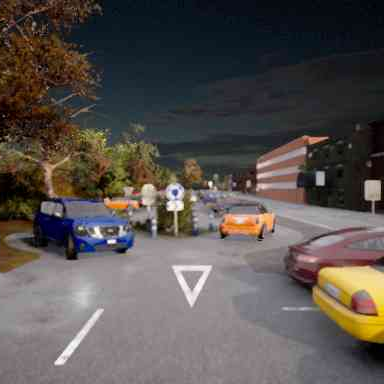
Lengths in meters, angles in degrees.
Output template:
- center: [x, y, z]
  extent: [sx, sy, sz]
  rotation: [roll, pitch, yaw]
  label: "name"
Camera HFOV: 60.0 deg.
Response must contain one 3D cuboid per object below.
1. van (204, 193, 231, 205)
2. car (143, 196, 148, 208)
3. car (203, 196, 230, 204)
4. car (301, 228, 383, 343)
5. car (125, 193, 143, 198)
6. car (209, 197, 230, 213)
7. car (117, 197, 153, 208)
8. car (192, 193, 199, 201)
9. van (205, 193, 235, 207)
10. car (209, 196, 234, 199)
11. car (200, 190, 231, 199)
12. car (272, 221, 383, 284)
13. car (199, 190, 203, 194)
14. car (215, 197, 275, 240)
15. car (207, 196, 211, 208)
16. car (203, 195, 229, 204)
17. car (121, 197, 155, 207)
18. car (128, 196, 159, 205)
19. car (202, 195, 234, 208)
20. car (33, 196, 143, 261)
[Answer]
- center: [4.279, 1.201, 56.427]
  extent: [4.442, 1.987, 1.878]
  rotation: [0, 0, 0]
  label: "van"
- center: [-8.217, 1.404, 39.460]
  extent: [5.008, 1.535, 2.097]
  rotation: [0, 0, 0]
  label: "car"
- center: [4.400, 1.447, 59.386]
  extent: [4.674, 1.452, 2.002]
  rotation: [0, 1, 0]
  label: "car"
- center: [4.724, 1.495, 5.139]
  extent: [5.366, 1.575, 1.946]
  rotation: [0, 0, 0]
  label: "car"
- center: [-8.197, 1.274, 36.761]
  extent: [4.553, 1.767, 2.185]
  rotation: [0, 0, 0]
  label: "car"
- center: [4.309, 1.422, 31.115]
  extent: [4.792, 1.488, 2.163]
  rotation: [0, 0, 0]
  label: "car"
- center: [-8.171, 1.447, 47.931]
  extent: [4.792, 1.488, 2.163]
  rotation: [0, 0, 0]
  label: "car"
- center: [0.003, 1.366, 65.100]
  extent: [1.812, 1.442, 4.674]
  rotation: [0, 1, 0]
  label: "car"
- center: [4.266, 1.197, 50.897]
  extent: [4.442, 1.987, 1.878]
  rotation: [0, 0, 0]
  label: "van"
- center: [4.342, 1.436, 33.942]
  extent: [4.674, 1.452, 2.002]
  rotation: [0, 0, 0]
  label: "car"
- center: [4.405, 1.167, 48.071]
  extent: [5.566, 2.045, 2.435]
  rotation: [0, 0, 0]
  label: "car"
- center: [4.522, 1.548, 7.780]
  extent: [4.674, 1.452, 2.002]
  rotation: [-1, 0, 0]
  label: "car"
- center: [4.416, 0.968, 79.170]
  extent: [4.553, 1.767, 2.185]
  rotation: [0, 1, 0]
  label: "car"
- center: [3.024, 1.351, 17.339]
  extent: [2.097, 1.767, 4.553]
  rotation: [0, 1, 22]
  label: "car"
- center: [4.348, 1.441, 36.768]
  extent: [4.674, 1.452, 2.002]
  rotation: [0, 0, 0]
  label: "car"
- center: [4.411, 1.406, 62.221]
  extent: [4.674, 1.452, 2.002]
  rotation: [0, 1, 0]
  label: "car"
- center: [-8.164, 1.451, 50.755]
  extent: [4.792, 1.488, 2.163]
  rotation: [0, 0, 0]
  label: "car"
- center: [-8.174, 1.427, 56.414]
  extent: [5.008, 1.535, 2.097]
  rotation: [0, 0, 0]
  label: "car"
- center: [4.172, 1.402, 39.594]
  extent: [5.366, 1.575, 1.946]
  rotation: [0, 0, 0]
  label: "car"
- center: [-4.458, 1.266, 13.082]
  extent: [2.150, 2.045, 5.566]
  rotation: [1, 0, -41]
  label: "car"
